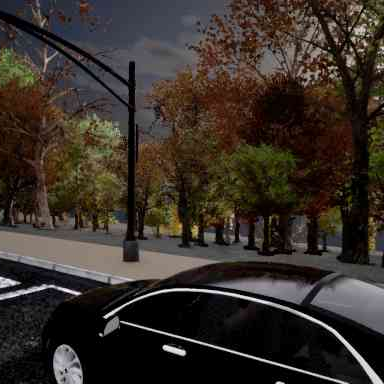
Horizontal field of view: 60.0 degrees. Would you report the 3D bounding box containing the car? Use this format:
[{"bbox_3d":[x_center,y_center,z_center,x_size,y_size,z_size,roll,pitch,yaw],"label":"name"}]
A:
[{"bbox_3d":[0.398,1.505,3.391,4.892,1.490,1.837,0,0,36],"label":"car"}]
